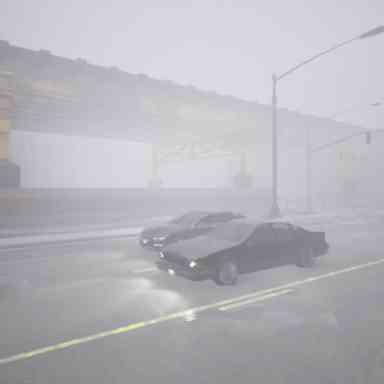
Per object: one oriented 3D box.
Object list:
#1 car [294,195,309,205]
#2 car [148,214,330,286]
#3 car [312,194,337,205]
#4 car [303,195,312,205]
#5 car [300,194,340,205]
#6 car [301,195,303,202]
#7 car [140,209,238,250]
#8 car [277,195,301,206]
[{"bbox_3d":[14.712,1.001,44.722,1.853,1.218,4.536,0,0,18],"label":"car"},{"bbox_3d":[1.691,1.495,9.436,5.357,1.411,2.033,-1,0,-35],"label":"car"},{"bbox_3d":[18.555,0.960,48.425,4.536,1.218,1.853,0,0,-7],"label":"car"},{"bbox_3d":[14.698,1.159,44.673,2.038,1.542,4.974,0,0,18],"label":"car"},{"bbox_3d":[18.608,1.117,48.432,4.974,1.542,2.038,0,0,-7],"label":"car"},{"bbox_3d":[10.953,1.195,41.988,4.974,1.542,2.038,0,0,8],"label":"car"},{"bbox_3d":[0.372,1.447,12.781,4.892,1.490,1.837,0,0,-35],"label":"car"},{"bbox_3d":[10.900,1.038,41.994,4.536,1.218,1.853,0,0,8],"label":"car"}]
